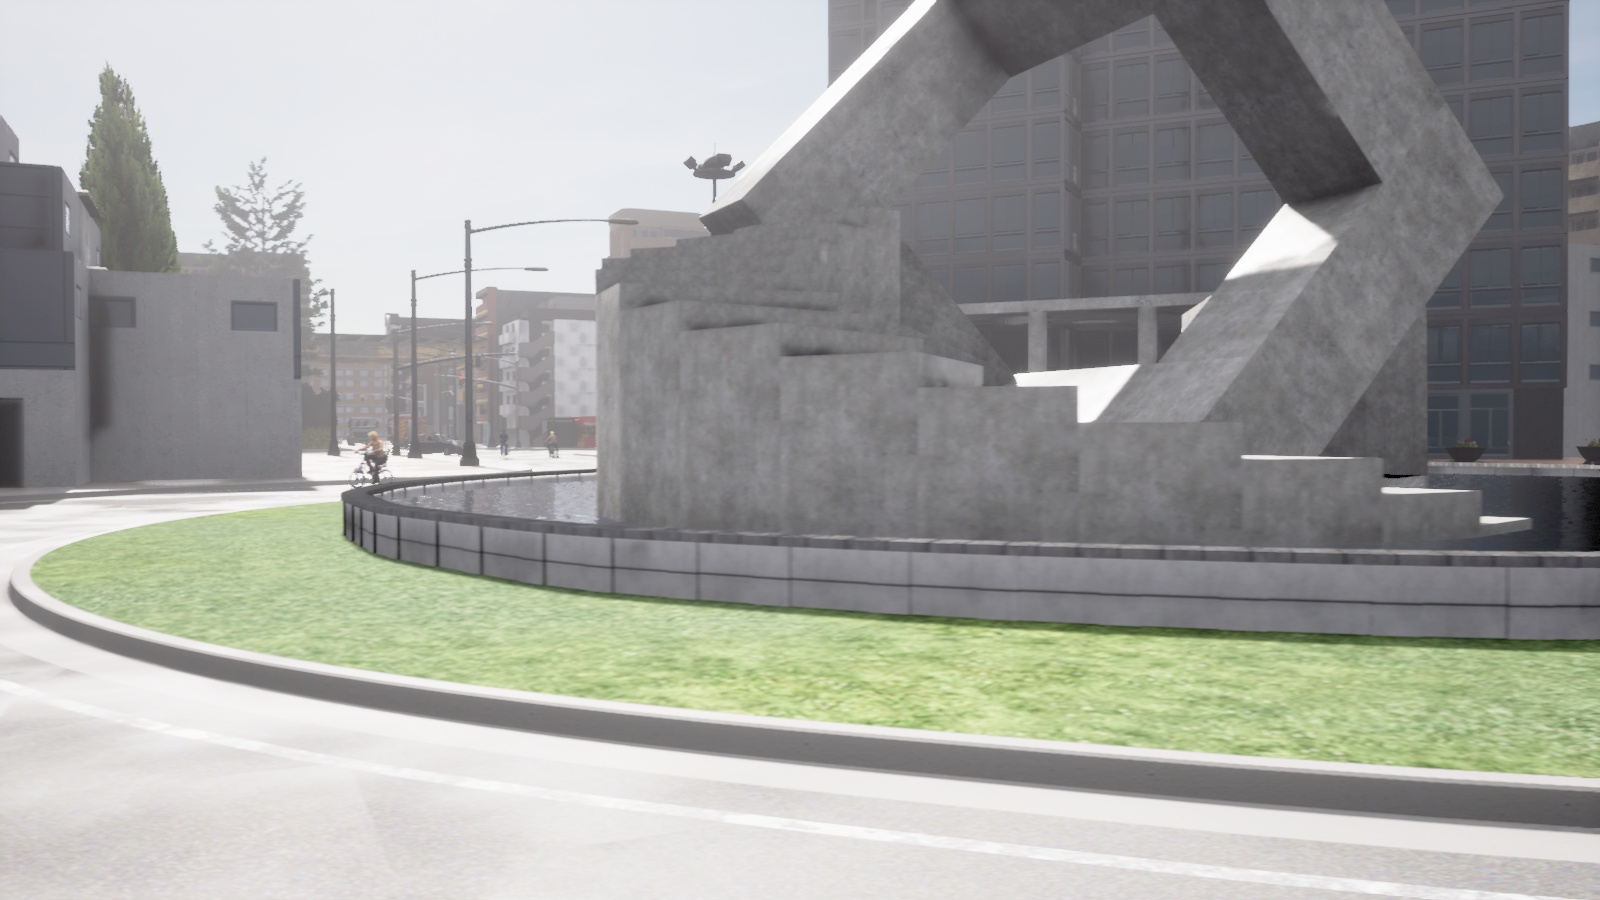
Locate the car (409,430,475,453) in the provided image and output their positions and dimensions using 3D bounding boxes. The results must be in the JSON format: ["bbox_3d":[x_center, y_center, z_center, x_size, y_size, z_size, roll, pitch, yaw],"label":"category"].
[{"bbox_3d":[-24.182,-0.568,84.842,3.806,1.475,1.970,1,1,18],"label":"car"}]

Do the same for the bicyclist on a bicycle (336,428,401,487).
[{"bbox_3d":[-12.147,0.184,35.342,0.866,1.612,1.509,1,1,33],"label":"bicyclist on a bicycle"}]
